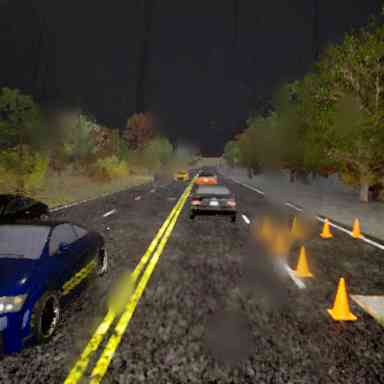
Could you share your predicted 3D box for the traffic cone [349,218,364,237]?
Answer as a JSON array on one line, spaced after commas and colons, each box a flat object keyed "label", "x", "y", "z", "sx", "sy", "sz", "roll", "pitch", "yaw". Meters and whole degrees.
[{"label": "traffic cone", "x": 5.504, "y": 1.174, "z": 11.129, "sx": 0.340, "sy": 0.580, "sz": 0.340, "roll": 0, "pitch": 5, "yaw": 1}]

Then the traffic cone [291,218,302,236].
[{"label": "traffic cone", "x": 3.504, "y": 1.170, "z": 11.181, "sx": 0.340, "sy": 0.580, "sz": 0.340, "roll": 0, "pitch": 5, "yaw": 1}]

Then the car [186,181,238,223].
[{"label": "car", "x": 0.855, "y": 0.410, "z": 14.076, "sx": 2.033, "sy": 1.411, "sz": 5.357, "roll": 1, "pitch": 1, "yaw": 2}]

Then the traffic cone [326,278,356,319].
[{"label": "traffic cone", "x": 2.349, "y": 1.639, "z": 5.227, "sx": 0.340, "sy": 0.580, "sz": 0.340, "roll": 0, "pitch": 4, "yaw": 1}]

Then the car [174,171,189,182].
[{"label": "car", "x": -1.511, "y": -2.274, "z": 48.511, "sx": 1.882, "sy": 1.535, "sz": 5.008, "roll": 0, "pitch": 4, "yaw": 2}]

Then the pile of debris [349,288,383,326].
[{"label": "pile of debris", "x": 3.728, "y": 1.851, "z": 5.209, "sx": 1.860, "sy": 0.140, "sz": 1.500, "roll": 0, "pitch": 4, "yaw": 2}]

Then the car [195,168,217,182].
[{"label": "car", "x": 1.435, "y": -1.258, "z": 34.200, "sx": 2.097, "sy": 1.767, "sz": 4.553, "roll": 0, "pitch": 5, "yaw": 2}]

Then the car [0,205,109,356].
[{"label": "car", "x": -2.855, "y": 1.212, "z": 5.669, "sx": 1.994, "sy": 1.385, "sz": 4.181, "roll": 0, "pitch": 4, "yaw": 2}]

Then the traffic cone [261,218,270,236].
[{"label": "traffic cone", "x": 2.504, "y": 1.168, "z": 11.207, "sx": 0.340, "sy": 0.580, "sz": 0.340, "roll": 0, "pitch": 4, "yaw": 1}]

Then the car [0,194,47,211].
[{"label": "car", "x": -5.974, "y": 0.825, "z": 10.105, "sx": 1.812, "sy": 1.442, "sz": 4.674, "roll": 0, "pitch": 4, "yaw": 1}]

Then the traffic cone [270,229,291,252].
[{"label": "traffic cone", "x": 2.453, "y": 1.325, "z": 9.213, "sx": 0.340, "sy": 0.580, "sz": 0.340, "roll": 0, "pitch": 5, "yaw": 1}]

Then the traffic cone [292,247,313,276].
[{"label": "traffic cone", "x": 2.401, "y": 1.482, "z": 7.220, "sx": 0.340, "sy": 0.580, "sz": 0.340, "roll": 0, "pitch": 4, "yaw": 1}]

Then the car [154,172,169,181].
[{"label": "car", "x": -4.674, "y": -2.359, "z": 51.114, "sx": 1.895, "sy": 1.301, "sz": 4.718, "roll": 0, "pitch": 5, "yaw": 2}]

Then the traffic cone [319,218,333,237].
[{"label": "traffic cone", "x": 4.504, "y": 1.172, "z": 11.155, "sx": 0.340, "sy": 0.580, "sz": 0.340, "roll": 0, "pitch": 4, "yaw": 1}]
